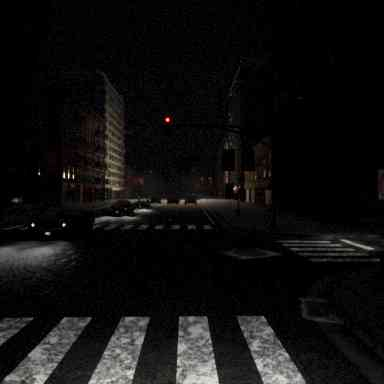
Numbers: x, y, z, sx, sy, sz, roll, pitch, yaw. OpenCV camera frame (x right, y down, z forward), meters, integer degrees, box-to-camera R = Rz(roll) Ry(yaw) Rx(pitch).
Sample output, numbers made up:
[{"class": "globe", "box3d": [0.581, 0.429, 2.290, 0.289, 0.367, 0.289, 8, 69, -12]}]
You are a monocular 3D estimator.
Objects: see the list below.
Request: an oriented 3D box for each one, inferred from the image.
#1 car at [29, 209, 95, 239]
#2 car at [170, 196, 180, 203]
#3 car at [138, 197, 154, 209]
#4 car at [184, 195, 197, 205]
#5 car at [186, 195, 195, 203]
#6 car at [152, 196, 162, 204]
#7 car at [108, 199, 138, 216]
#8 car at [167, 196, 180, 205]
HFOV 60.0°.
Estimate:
[{"class": "car", "box3d": [-6.682, 1.611, 17.603, 1.895, 1.301, 4.718, 0, 0, 0]}, {"class": "car", "box3d": [-3.468, 1.587, 69.864, 1.895, 1.301, 4.718, 0, 0, 0]}, {"class": "car", "box3d": [-6.793, 1.595, 45.648, 1.895, 1.301, 4.718, 0, 0, 0]}, {"class": "car", "box3d": [-0.252, 1.342, 58.281, 2.097, 1.767, 4.553, 0, 0, 0]}, {"class": "car", "box3d": [-0.296, 1.465, 68.314, 1.882, 1.535, 5.008, 0, 0, 0]}, {"class": "car", "box3d": [-6.780, 1.497, 62.403, 1.837, 1.490, 4.892, 0, 0, 0]}, {"class": "car", "box3d": [-6.733, 1.523, 32.179, 1.812, 1.442, 4.674, 0, 0, 0]}, {"class": "car", "box3d": [-3.410, 1.467, 59.711, 1.882, 1.535, 5.008, 0, 0, 0]}]
